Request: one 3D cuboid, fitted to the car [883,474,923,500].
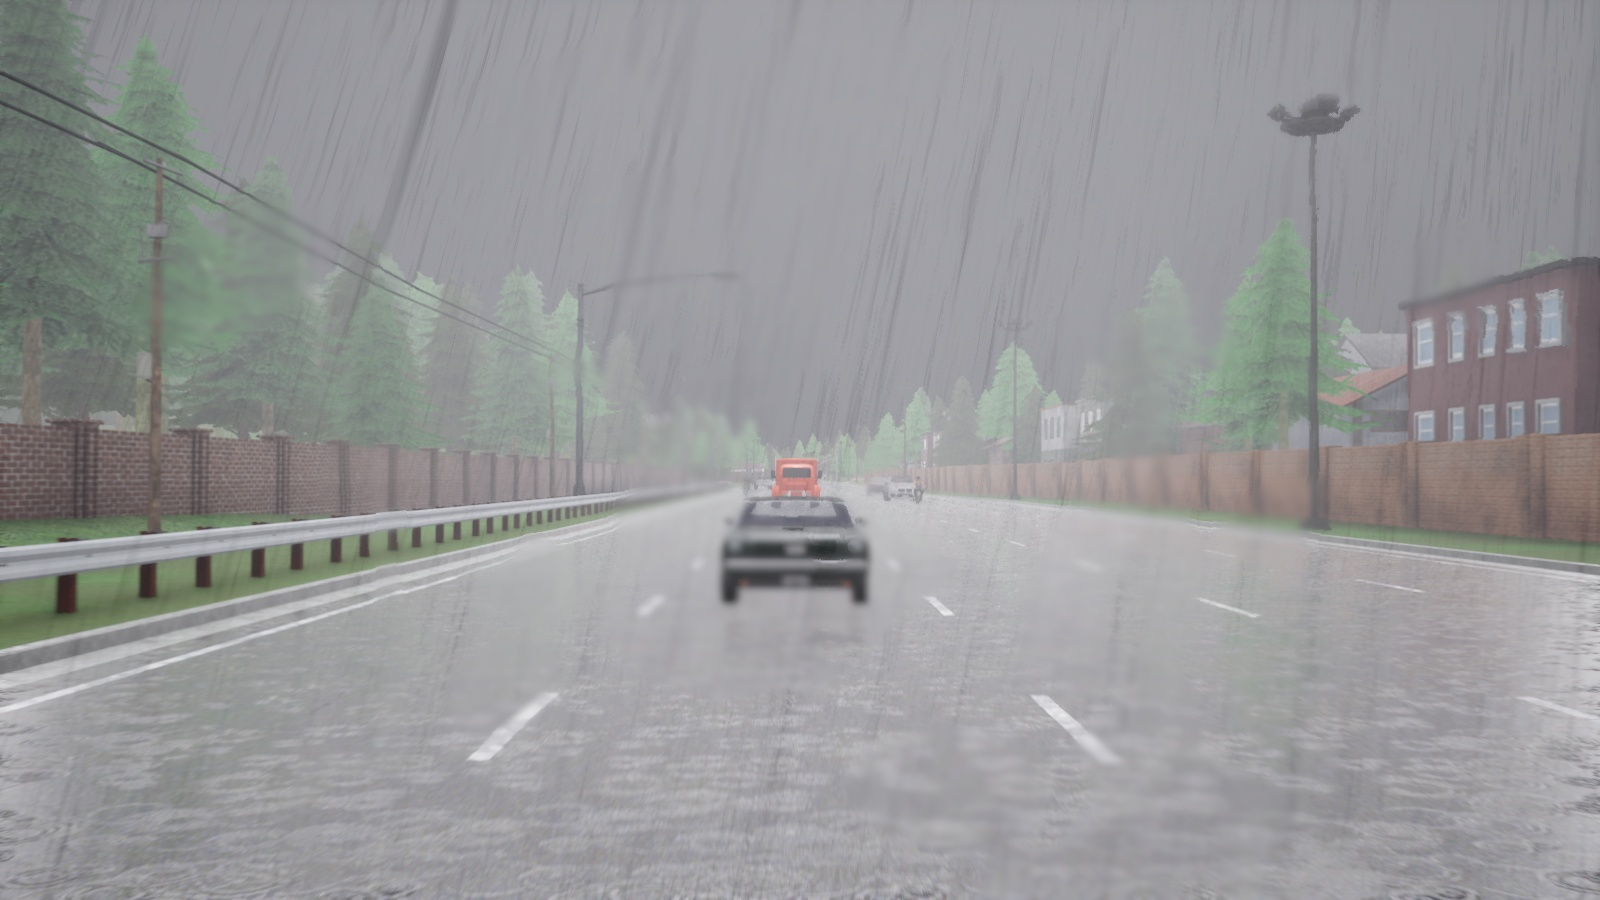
[{"bbox_3d":[6.792,2.434,82.892,2.242,1.667,4.611,0,-1,0],"label":"car"}]

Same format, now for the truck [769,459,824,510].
[{"bbox_3d":[-0.161,1.706,63.179,2.627,2.467,5.204,0,-1,0],"label":"truck"}]

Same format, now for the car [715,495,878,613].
[{"bbox_3d":[-0.044,1.291,16.935,1.895,1.301,4.718,0,-1,0],"label":"car"}]
